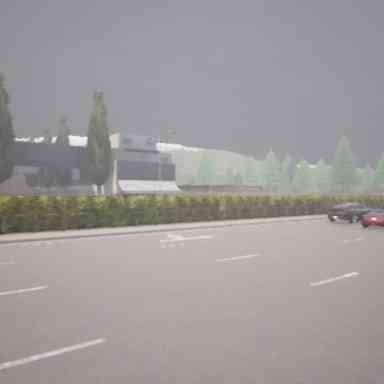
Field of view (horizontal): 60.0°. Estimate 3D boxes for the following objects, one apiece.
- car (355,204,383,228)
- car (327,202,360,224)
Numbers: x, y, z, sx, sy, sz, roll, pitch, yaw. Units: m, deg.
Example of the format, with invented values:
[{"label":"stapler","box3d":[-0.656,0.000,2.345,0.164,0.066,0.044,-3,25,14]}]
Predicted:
[{"label":"car","box3d":[12.834,1.626,21.527,4.181,1.385,1.994,0,0,-34]},{"label":"car","box3d":[12.353,1.571,25.469,4.892,1.490,1.837,0,0,-35]}]
